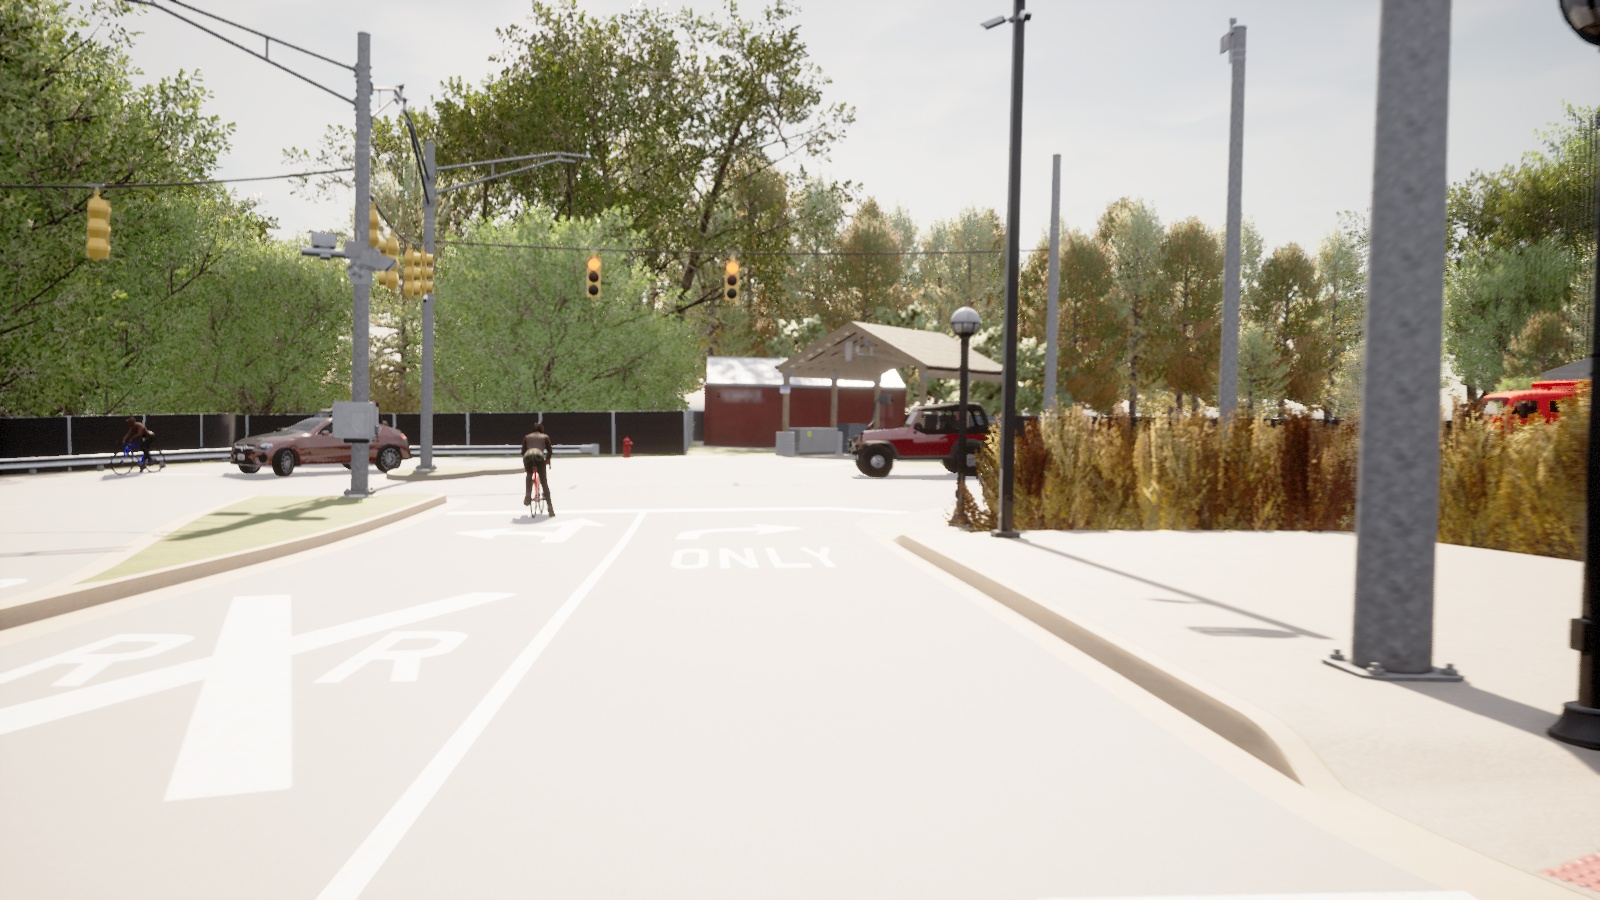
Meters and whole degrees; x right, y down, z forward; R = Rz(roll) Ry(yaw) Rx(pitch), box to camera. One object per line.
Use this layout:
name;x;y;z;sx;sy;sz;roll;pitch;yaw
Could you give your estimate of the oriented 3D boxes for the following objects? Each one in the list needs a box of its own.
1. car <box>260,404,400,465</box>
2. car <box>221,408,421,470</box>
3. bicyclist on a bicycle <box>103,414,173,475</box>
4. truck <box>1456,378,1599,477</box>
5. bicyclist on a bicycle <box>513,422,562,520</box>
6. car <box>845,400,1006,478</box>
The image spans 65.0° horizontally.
car;-15.294;-0.545;40.909;3.866;1.878;1.905;-1;3;-39
car;-13.819;-0.357;36.518;2.152;1.651;5.027;2;3;38
bicyclist on a bicycle;-18.696;-0.176;35.493;0.582;1.620;1.656;2;5;29
truck;20.437;-0.586;32.749;5.204;2.467;2.627;1;2;1
bicyclist on a bicycle;-4.556;0.335;21.892;0.582;1.620;1.656;0;2;-4
car;3.178;-0.306;32.270;3.866;1.878;1.905;-1;2;-2
